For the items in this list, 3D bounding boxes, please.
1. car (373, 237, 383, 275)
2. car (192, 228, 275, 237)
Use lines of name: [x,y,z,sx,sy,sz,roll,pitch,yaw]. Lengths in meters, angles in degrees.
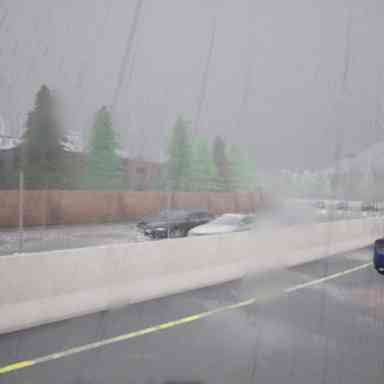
car: [7.148,1.613,9.878,5.008,1.535,1.882,1,-1,-42]
car: [1.875,1.684,14.797,4.674,1.442,1.812,1,-1,-43]
